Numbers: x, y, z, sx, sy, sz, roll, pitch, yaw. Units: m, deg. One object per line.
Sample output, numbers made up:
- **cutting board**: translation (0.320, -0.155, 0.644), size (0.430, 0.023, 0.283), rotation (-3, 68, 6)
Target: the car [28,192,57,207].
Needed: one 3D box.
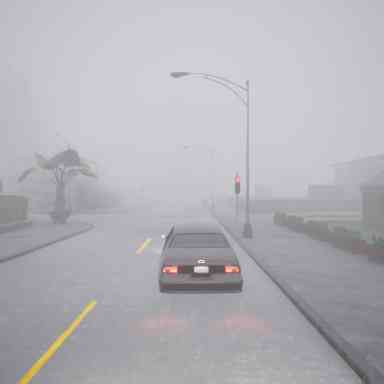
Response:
- **car**: translation (-19.770, 0.986, 43.858), size (1.905, 1.878, 3.866), rotation (0, 0, 35)

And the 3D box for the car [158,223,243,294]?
- **car**: translation (0.111, 1.547, 8.948), size (2.033, 1.411, 5.357), rotation (0, 0, -2)
